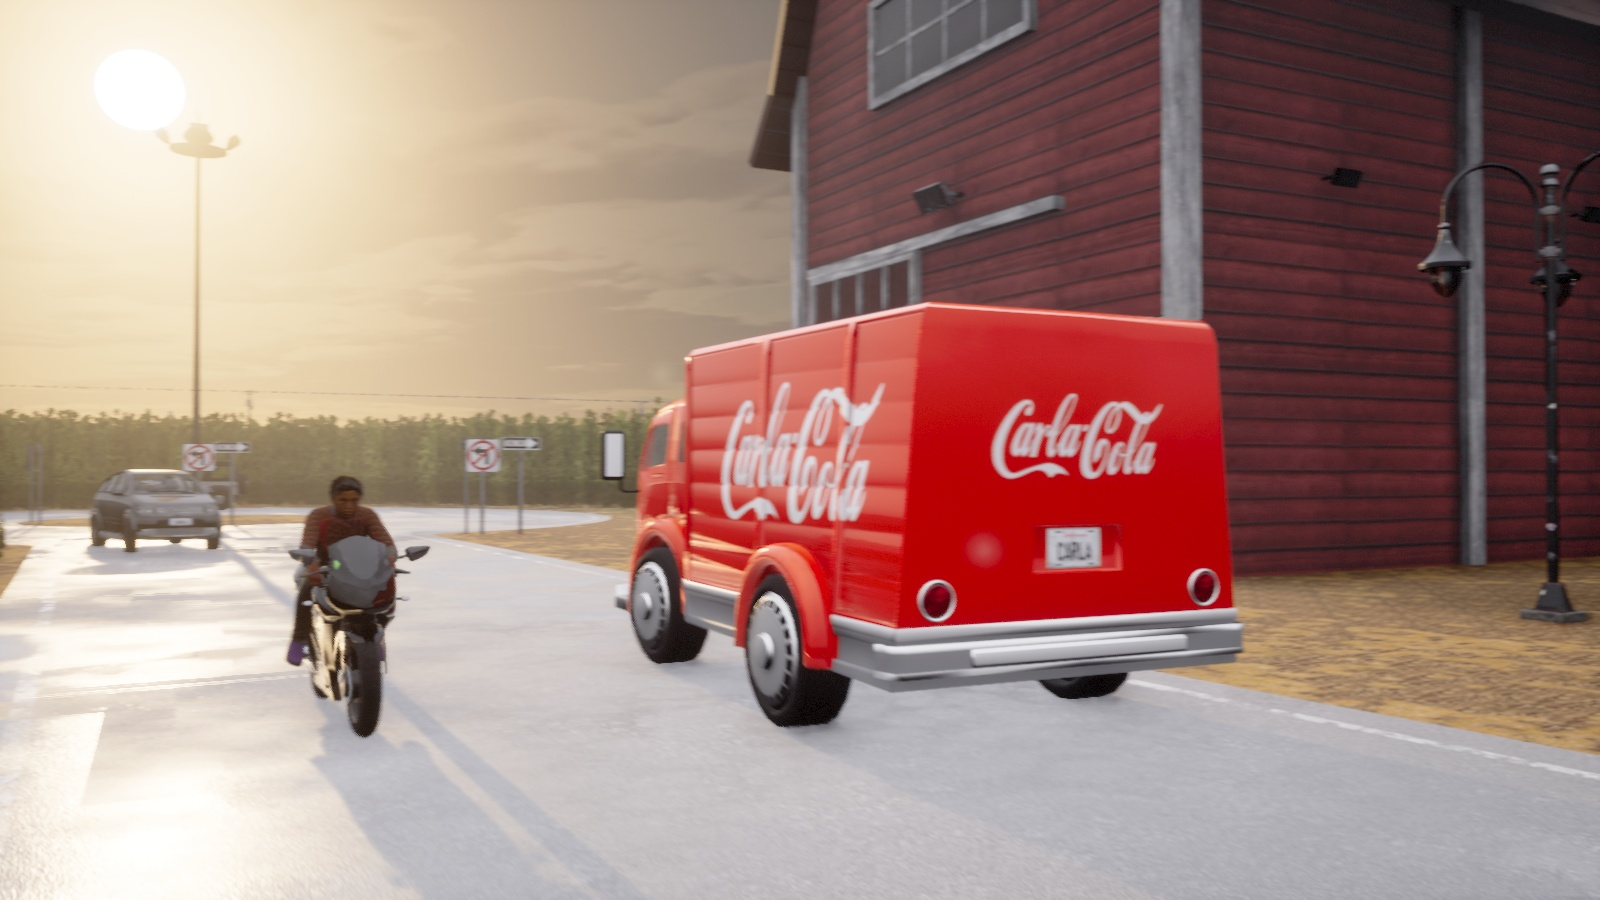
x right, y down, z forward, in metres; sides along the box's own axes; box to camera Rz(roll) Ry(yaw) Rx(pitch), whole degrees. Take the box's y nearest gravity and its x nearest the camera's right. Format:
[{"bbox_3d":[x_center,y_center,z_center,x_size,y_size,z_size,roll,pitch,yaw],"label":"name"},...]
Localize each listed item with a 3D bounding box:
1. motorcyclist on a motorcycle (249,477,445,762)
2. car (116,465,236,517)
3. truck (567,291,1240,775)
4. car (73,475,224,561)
[{"bbox_3d":[-2.888,0.936,7.856,0.797,1.523,2.044,0,-1,-30],"label":"motorcyclist on a motorcycle"},{"bbox_3d":[-23.309,1.507,47.074,3.866,1.878,1.905,0,-1,-22],"label":"car"},{"bbox_3d":[0.297,0.465,9.317,2.627,2.467,5.204,0,-1,-27],"label":"truck"},{"bbox_3d":[-12.792,1.265,24.560,1.789,1.549,3.705,1,-1,-41],"label":"car"}]
